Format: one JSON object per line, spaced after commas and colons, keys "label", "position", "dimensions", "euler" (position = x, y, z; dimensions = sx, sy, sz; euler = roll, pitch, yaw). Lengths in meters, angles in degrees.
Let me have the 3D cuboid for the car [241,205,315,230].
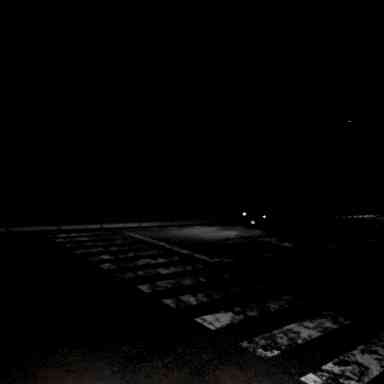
{"label": "car", "position": [5.117, 1.422, 19.586], "dimensions": [4.718, 1.301, 1.895], "euler": [2, 2, -37]}
